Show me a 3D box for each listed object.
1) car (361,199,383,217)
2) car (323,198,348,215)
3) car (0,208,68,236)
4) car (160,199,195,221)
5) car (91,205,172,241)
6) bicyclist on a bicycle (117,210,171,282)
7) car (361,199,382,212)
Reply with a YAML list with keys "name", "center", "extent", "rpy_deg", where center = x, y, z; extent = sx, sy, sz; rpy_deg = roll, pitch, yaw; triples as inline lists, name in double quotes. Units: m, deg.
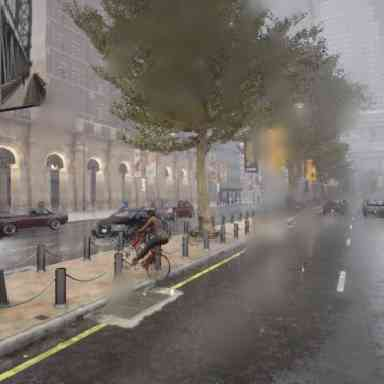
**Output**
- name: "car"
  center: [16.964, 1.492, 30.923]
  extent: [2.128, 1.511, 4.902]
  rpy_deg: [0, 0, 27]
- name: "car"
  center: [14.370, 1.505, 33.549]
  extent: [1.837, 1.490, 4.892]
  rpy_deg: [0, 0, 27]
- name: "car"
  center: [-9.456, 1.595, 18.837]
  extent: [1.895, 1.301, 4.718]
  rpy_deg: [0, 0, 26]
- name: "car"
  center: [-1.562, 1.415, 27.419]
  extent: [2.097, 1.767, 4.553]
  rpy_deg: [0, 0, 26]
- name: "car"
  center: [-3.052, 1.564, 16.728]
  extent: [1.994, 1.385, 4.181]
  rpy_deg: [0, 0, 27]
- name: "bicyclist on a bicycle"
  center: [-1.102, 1.278, 8.282]
  extent: [1.656, 1.620, 0.582]
  rpy_deg: [15, -3, 27]
- name: "car"
  center: [21.298, 1.547, 39.649]
  extent: [2.033, 1.411, 5.357]
  rpy_deg: [0, 0, 27]
